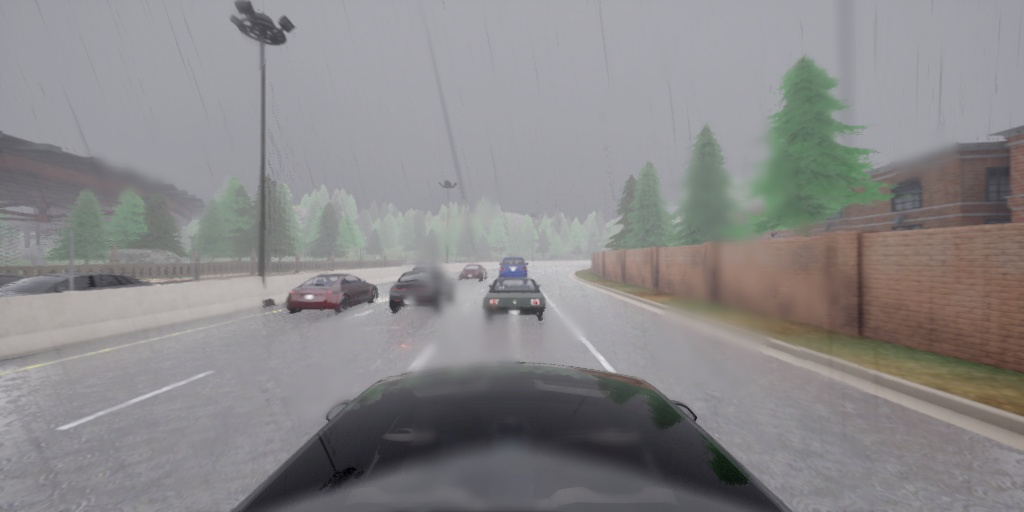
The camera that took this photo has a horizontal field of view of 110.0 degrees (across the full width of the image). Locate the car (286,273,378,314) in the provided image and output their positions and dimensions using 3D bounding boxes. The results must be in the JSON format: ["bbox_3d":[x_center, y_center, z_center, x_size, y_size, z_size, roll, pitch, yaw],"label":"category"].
[{"bbox_3d":[-6.912,1.376,14.236,1.994,1.385,4.181,0,0,0],"label":"car"}]

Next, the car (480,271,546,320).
[{"bbox_3d":[0.090,1.401,12.818,1.895,1.301,4.718,0,0,0],"label":"car"}]

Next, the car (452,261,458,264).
[{"bbox_3d":[-9.513,1.485,56.761,1.882,1.535,5.008,0,0,17],"label":"car"}]

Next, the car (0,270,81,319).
[{"bbox_3d":[-17.604,1.283,11.347,1.882,1.535,5.008,0,0,0],"label":"car"}]

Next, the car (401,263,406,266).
[{"bbox_3d":[-16.197,1.498,58.745,1.882,1.535,5.008,0,0,17],"label":"car"}]

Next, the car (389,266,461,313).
[{"bbox_3d":[-3.412,1.315,14.401,1.837,1.490,4.892,0,0,0],"label":"car"}]

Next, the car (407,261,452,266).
[{"bbox_3d":[-6.774,1.374,29.807,2.128,1.511,4.902,0,0,2],"label":"car"}]

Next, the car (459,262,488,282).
[{"bbox_3d":[-3.232,1.411,30.867,1.812,1.442,4.674,0,0,3],"label":"car"}]

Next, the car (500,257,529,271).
[{"bbox_3d":[0.173,1.095,28.906,2.150,2.045,5.566,0,0,2],"label":"car"}]

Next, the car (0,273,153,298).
[{"bbox_3d":[-14.103,1.307,11.200,1.837,1.490,4.892,0,0,0],"label":"car"}]

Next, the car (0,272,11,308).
[{"bbox_3d":[-21.104,1.337,12.126,1.812,1.442,4.674,0,0,0],"label":"car"}]
